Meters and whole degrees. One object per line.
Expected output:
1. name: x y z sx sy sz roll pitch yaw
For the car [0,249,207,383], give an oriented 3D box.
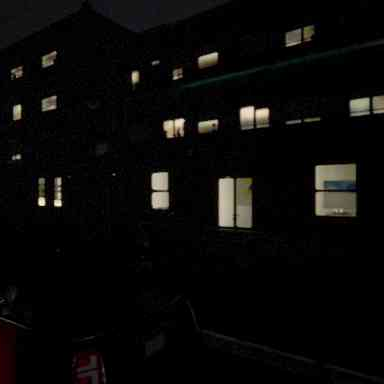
1. car: -1.928 1.476 4.241 4.097 1.590 1.967 -1 0 35
